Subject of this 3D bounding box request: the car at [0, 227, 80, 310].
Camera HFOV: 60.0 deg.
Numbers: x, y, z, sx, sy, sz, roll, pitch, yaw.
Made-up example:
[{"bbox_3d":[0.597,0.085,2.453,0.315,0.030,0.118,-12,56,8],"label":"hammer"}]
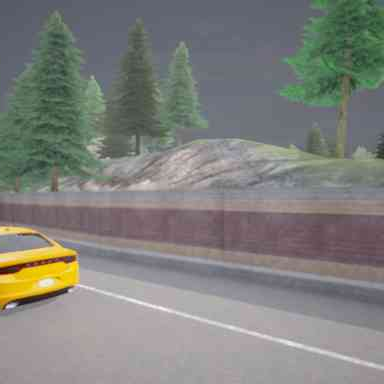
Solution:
[{"bbox_3d":[-4.638,1.565,7.754,5.008,1.535,1.882,-1,0,39],"label":"car"}]
